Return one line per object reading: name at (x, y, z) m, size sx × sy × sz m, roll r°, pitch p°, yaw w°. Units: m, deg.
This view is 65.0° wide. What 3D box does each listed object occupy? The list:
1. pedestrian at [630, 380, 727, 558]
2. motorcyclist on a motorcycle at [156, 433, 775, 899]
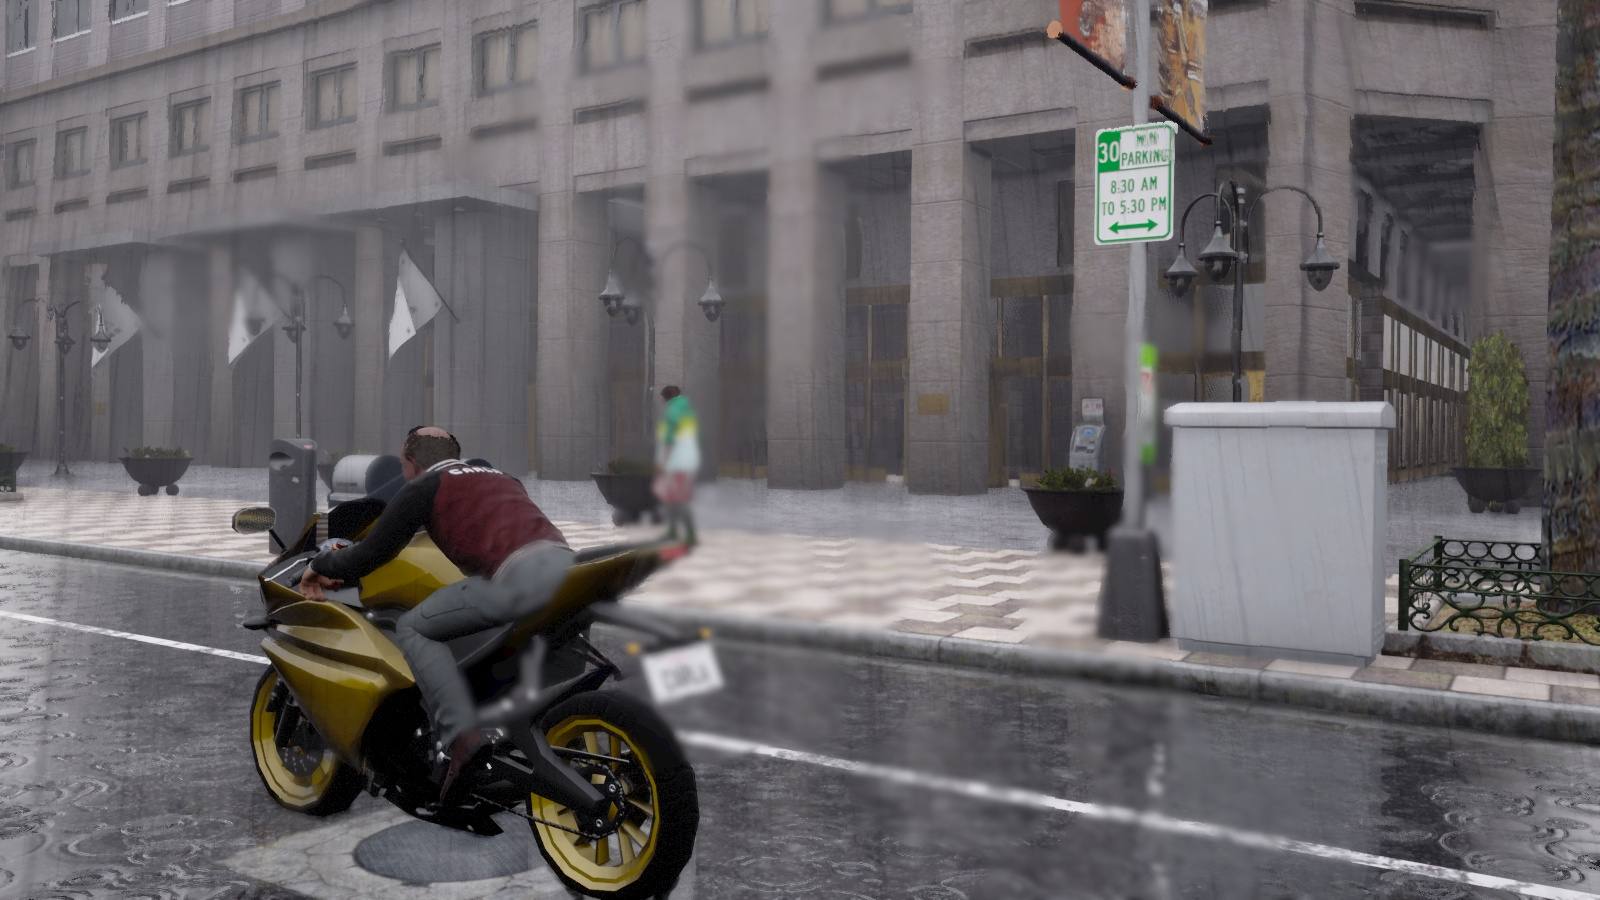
pedestrian at (-1.377, 0.206, 14.272) m, size 0.873 × 1.952 × 0.659 m, roll 0°, pitch 1°, yaw 21°
motorcyclist on a motorcycle at (-1.241, 0.717, 4.448) m, size 2.191 × 1.530 × 0.866 m, roll 0°, pitch 1°, yaw 34°
